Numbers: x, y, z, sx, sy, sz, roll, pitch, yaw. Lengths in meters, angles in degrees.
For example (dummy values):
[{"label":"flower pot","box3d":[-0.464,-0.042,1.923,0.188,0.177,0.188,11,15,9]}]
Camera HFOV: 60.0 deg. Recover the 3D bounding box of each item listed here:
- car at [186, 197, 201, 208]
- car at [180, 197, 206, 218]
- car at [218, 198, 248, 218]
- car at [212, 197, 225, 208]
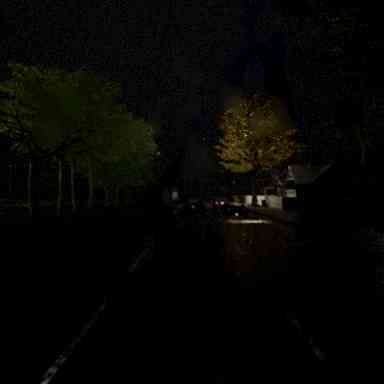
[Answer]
[{"label":"car","box3d":[0.205,1.354,44.553,1.812,1.442,4.674,0,0,1]},{"label":"car","box3d":[0.107,1.234,29.170,2.097,1.767,4.553,0,0,1]},{"label":"car","box3d":[3.599,1.486,28.795,1.895,1.301,4.718,0,0,1]},{"label":"car","box3d":[3.681,1.379,43.376,2.033,1.411,5.357,0,0,1]}]
